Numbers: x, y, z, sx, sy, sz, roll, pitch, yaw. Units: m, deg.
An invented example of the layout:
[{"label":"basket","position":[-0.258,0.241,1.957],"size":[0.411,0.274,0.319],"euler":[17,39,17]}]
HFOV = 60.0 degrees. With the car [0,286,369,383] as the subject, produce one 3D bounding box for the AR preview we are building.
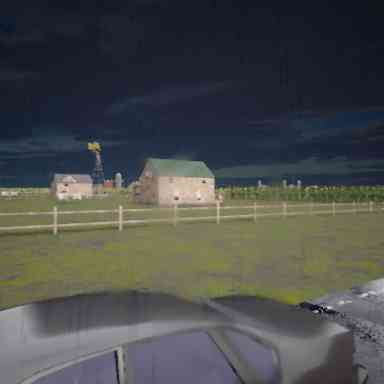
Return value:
[{"label":"car","position":[-0.876,1.551,2.324],"size":[5.357,1.411,2.033],"euler":[0,0,-36]}]
